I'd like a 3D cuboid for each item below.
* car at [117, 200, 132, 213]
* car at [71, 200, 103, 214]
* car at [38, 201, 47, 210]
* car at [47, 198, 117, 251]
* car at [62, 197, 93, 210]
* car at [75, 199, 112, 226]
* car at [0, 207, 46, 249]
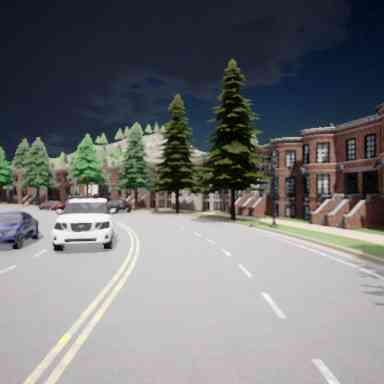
[{"bbox_3d":[-9.030,1.709,40.099,1.837,1.490,4.892,0,0,-40],"label":"car"},{"bbox_3d":[-12.242,1.723,38.526,1.812,1.442,4.674,0,0,-40],"label":"car"},{"bbox_3d":[-18.862,1.794,44.690,4.181,1.385,1.994,0,0,37],"label":"car"},{"bbox_3d":[-4.633,1.301,14.877,2.150,2.045,5.566,0,-1,-12],"label":"car"},{"bbox_3d":[-16.262,1.593,47.007,4.553,1.767,2.097,0,0,39],"label":"car"},{"bbox_3d":[-7.686,1.483,25.615,2.097,1.767,4.553,0,0,-25],"label":"car"},{"bbox_3d":[-8.156,1.603,14.824,1.812,1.442,4.674,0,0,-11],"label":"car"}]
